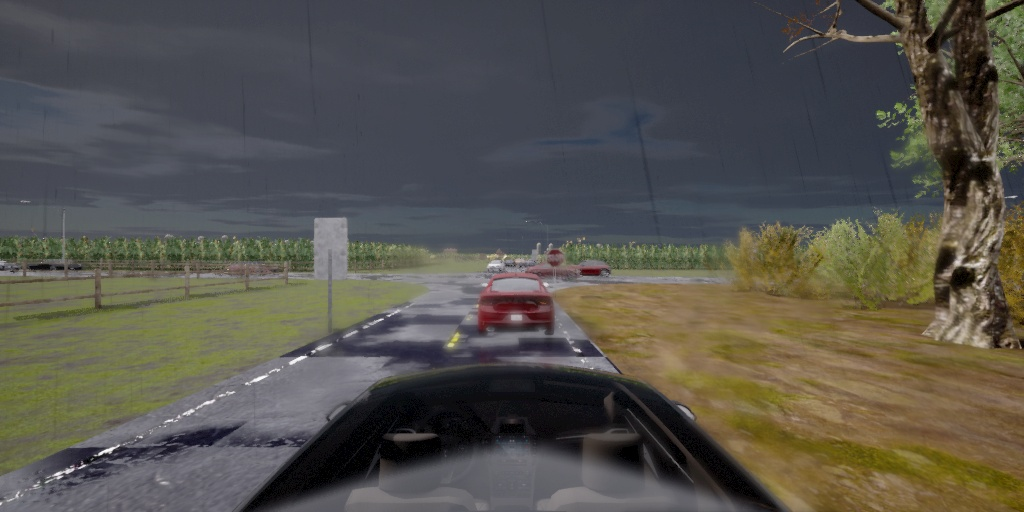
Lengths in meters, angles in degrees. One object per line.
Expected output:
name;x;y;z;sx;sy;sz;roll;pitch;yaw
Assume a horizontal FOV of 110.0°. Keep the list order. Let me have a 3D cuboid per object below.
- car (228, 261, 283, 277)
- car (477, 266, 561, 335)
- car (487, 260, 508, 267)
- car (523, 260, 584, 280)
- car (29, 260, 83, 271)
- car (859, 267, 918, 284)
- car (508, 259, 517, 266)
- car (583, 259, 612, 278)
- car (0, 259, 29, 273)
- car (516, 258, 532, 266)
car;-23.186;1.161;32.516;4.181;1.385;1.994;0;0;3
car;0.105;1.228;10.499;1.882;1.535;5.008;0;0;0
car;-2.107;1.293;48.136;1.812;1.442;4.674;0;0;9
car;3.538;1.306;30.930;4.674;1.442;1.812;0;0;4
car;-47.970;1.024;37.399;4.718;1.301;1.895;0;0;3
car;30.817;1.550;28.463;4.718;1.301;1.895;0;0;6
car;-0.389;1.327;61.130;2.033;1.411;5.357;0;0;9
car;7.123;1.165;34.361;4.553;1.767;2.097;0;0;5
car;-49.154;0.930;33.811;4.674;1.442;1.812;0;0;4
car;2.370;1.378;60.224;1.895;1.301;4.718;0;0;9
